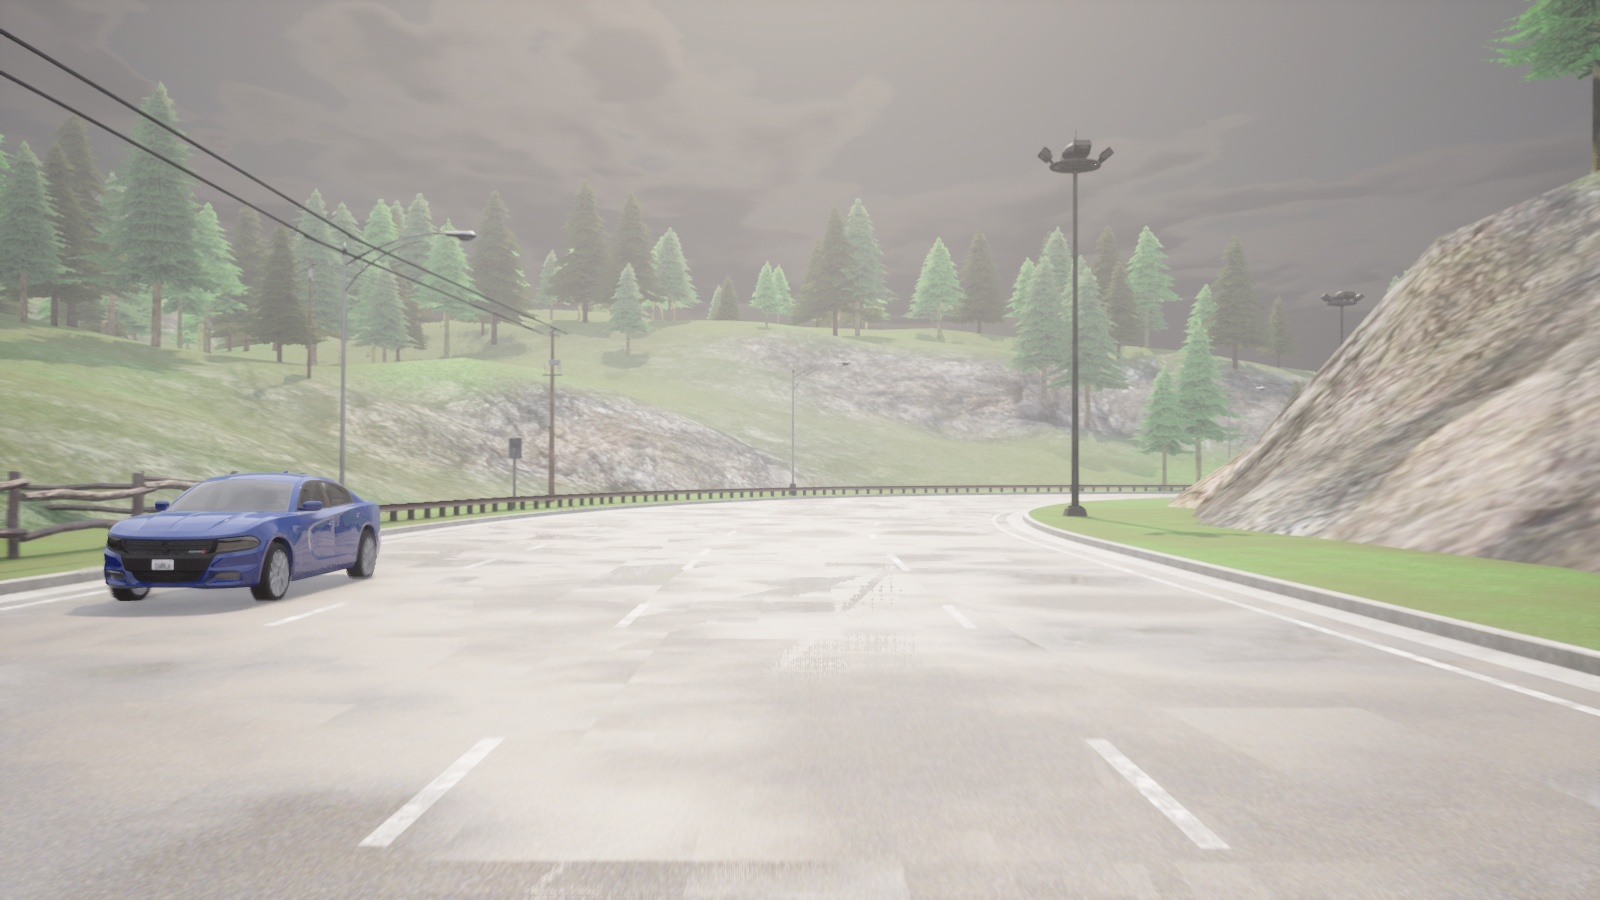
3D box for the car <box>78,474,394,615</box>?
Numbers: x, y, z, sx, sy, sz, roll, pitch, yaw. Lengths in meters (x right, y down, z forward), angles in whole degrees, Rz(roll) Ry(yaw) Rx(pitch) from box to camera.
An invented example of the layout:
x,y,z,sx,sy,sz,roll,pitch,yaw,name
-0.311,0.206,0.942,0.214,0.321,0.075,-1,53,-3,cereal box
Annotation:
x,y,z,sx,sy,sz,roll,pitch,yaw,name
-7.039,1.093,16.372,1.882,1.535,5.008,0,-1,0,car
